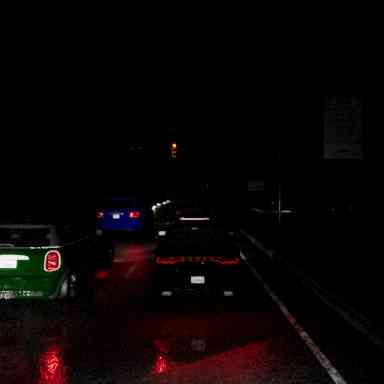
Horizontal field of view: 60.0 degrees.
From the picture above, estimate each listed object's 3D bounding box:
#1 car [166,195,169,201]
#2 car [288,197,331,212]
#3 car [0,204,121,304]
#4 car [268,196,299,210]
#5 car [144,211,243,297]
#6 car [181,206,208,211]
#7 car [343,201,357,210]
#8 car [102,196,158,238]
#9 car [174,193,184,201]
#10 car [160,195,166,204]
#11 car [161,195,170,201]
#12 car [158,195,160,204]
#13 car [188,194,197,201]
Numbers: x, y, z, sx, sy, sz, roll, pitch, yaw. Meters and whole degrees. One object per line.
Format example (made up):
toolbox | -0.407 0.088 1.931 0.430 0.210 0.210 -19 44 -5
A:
car | -6.888 1.478 75.390 1.882 1.535 5.008 0 0 0
car | 13.764 1.564 38.361 4.181 1.385 1.994 0 0 3
car | -3.388 1.352 8.276 2.097 1.767 4.553 0 0 0
car | 12.009 1.352 41.970 4.553 1.767 2.097 0 0 3
car | 0.113 1.478 8.648 1.882 1.535 5.008 0 0 0
car | 0.127 1.491 18.148 2.128 1.511 4.902 0 0 0
car | 20.589 1.562 41.476 4.181 1.385 1.994 0 0 3
car | -3.393 1.221 17.893 2.150 2.045 5.566 0 0 2
car | -3.372 1.218 85.650 2.150 2.045 5.566 0 0 0
car | -6.933 1.547 65.581 2.033 1.411 5.357 0 0 1
car | -6.873 1.459 85.415 1.882 1.535 5.008 0 0 0
car | -7.002 1.505 55.801 1.837 1.490 4.892 0 0 0
car | 0.128 1.348 85.967 2.097 1.767 4.553 0 0 0
